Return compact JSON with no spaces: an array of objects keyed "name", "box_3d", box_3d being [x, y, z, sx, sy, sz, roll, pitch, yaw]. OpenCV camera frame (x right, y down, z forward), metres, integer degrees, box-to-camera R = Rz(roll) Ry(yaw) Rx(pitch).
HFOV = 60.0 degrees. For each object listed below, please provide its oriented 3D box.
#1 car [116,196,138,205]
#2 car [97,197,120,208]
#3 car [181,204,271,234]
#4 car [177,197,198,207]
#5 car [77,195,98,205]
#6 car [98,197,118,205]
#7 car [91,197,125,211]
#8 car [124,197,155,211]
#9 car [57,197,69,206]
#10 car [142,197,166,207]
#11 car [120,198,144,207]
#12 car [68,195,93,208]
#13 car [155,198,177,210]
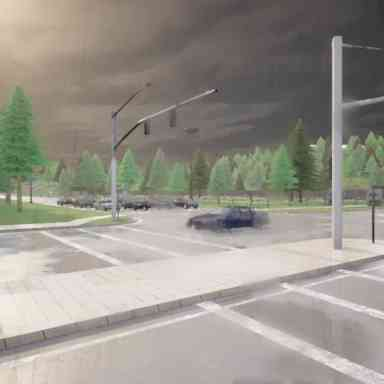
[{"name":"car","box_3d":[-12.100,1.547,61.245,2.033,1.411,5.357,0,0,-34]},{"name":"car","box_3d":[-12.569,1.526,49.673,1.812,1.442,4.674,0,0,-35]},{"name":"car","box_3d":[2.272,1.547,19.614,5.357,1.411,2.033,0,0,-35]},{"name":"car","box_3d":[-1.007,1.505,45.377,1.837,1.490,4.892,0,0,-35]},{"name":"car","box_3d":[-18.136,1.352,57.641,2.097,1.767,4.553,0,0,-35]},{"name":"car","box_3d":[-14.954,1.564,59.207,1.994,1.385,4.181,0,0,-35]},{"name":"car","box_3d":[-10.250,1.601,40.268,1.895,1.301,4.718,0,0,-35]},{"name":"car","box_3d":[-7.206,1.547,42.023,2.033,1.411,5.357,0,0,-35]},{"name":"car","box_3d":[-21.498,1.564,56.345,1.994,1.385,4.181,0,0,-35]},{"name":"car","box_3d":[-6.099,1.564,52.649,1.994,1.385,4.181,0,0,-35]},{"name":"car","box_3d":[-9.243,1.601,51.023,1.895,1.301,4.718,0,0,-35]},{"name":"car","box_3d":[-15.793,1.547,48.169,2.033,1.411,5.357,0,0,-35]},{"name":"car","box_3d":[-4.219,1.564,43.861,1.994,1.385,4.181,0,0,-35]}]
